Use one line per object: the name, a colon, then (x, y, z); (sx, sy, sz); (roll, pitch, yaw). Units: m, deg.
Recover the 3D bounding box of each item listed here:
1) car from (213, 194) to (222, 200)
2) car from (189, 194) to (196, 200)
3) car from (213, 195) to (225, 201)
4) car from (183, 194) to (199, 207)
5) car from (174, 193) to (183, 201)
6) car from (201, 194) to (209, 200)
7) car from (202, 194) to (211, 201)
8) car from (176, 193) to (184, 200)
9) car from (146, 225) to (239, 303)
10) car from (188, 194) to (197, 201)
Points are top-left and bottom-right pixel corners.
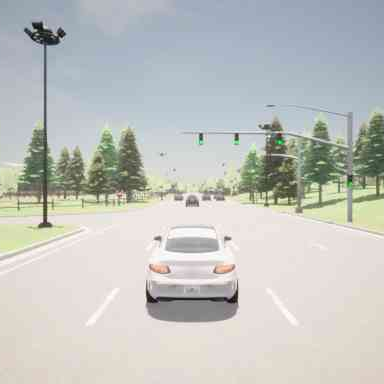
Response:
car: (7.106, 1.384, 92.993); (1.994, 1.385, 4.181); (0, 0, 0)
car: (0.106, 1.331, 93.001); (1.837, 1.490, 4.892); (0, 0, 0)
car: (7.094, 1.516, 82.573); (2.128, 1.511, 4.902); (0, 0, 0)
car: (0.059, 1.351, 51.938); (2.097, 1.767, 4.553); (0, 0, 0)
car: (-3.405, 1.543, 82.969); (1.994, 1.385, 4.181); (0, 0, 0)
car: (3.606, 1.371, 92.997); (2.033, 1.411, 5.357); (0, 0, 0)
car: (3.595, 1.346, 82.964); (2.097, 1.767, 4.553); (0, 0, 0)
car: (-3.394, 1.186, 92.975); (2.097, 1.767, 4.553); (0, 0, 0)
car: (0.015, 1.526, 8.065); (1.812, 1.442, 4.674); (0, 0, 0)
car: (0.095, 1.346, 82.968); (2.097, 1.767, 4.553); (0, 0, 0)
